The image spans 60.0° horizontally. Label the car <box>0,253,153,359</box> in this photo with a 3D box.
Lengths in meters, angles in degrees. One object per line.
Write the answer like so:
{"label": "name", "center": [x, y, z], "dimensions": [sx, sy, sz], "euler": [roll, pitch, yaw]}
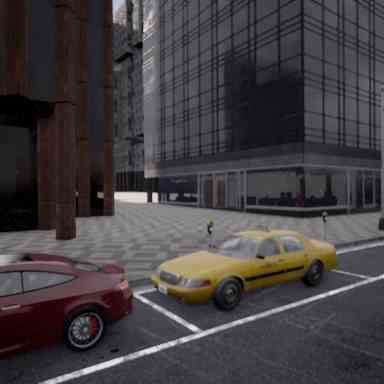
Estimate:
{"label": "car", "center": [-2.880, 1.580, 4.596], "dimensions": [4.206, 1.307, 1.802], "euler": [-1, 0, -35]}

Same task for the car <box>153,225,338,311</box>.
{"label": "car", "center": [1.417, 1.483, 7.642], "dimensions": [4.829, 1.417, 1.752], "euler": [-1, 0, -35]}
